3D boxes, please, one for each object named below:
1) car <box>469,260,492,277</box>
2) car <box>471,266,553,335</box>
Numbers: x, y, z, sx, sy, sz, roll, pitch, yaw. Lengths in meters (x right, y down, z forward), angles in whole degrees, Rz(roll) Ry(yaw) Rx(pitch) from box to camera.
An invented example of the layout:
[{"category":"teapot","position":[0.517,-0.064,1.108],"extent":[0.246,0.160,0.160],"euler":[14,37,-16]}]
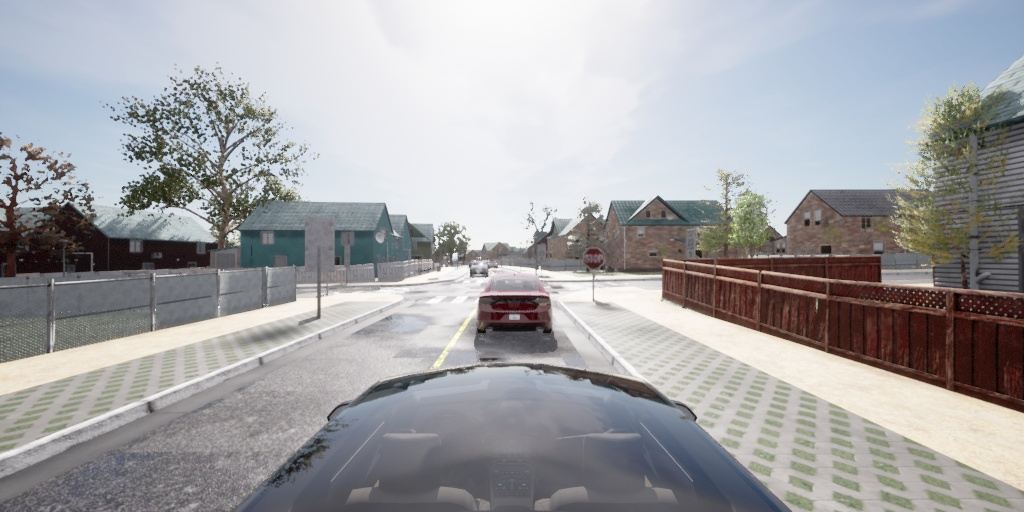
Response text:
[{"category":"car","position":[-3.323,1.332,36.697],"extent":[2.128,1.511,4.902],"euler":[0,0,-4]},{"category":"car","position":[0.071,1.231,10.608],"extent":[1.882,1.535,5.008],"euler":[0,0,0]}]
